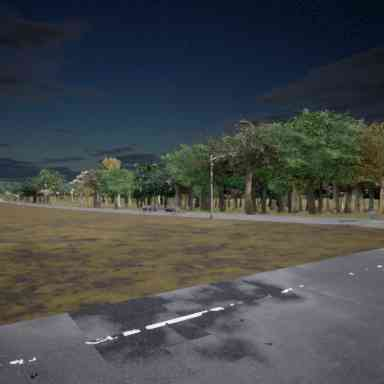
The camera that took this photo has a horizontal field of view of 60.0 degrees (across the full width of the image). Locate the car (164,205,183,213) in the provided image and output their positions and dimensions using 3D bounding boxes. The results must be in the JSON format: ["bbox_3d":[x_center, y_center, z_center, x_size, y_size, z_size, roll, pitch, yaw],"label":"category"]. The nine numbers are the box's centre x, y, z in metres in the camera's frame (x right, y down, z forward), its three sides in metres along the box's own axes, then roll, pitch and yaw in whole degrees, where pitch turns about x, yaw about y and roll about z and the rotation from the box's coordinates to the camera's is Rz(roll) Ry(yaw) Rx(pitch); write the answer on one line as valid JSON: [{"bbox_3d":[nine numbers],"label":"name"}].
[{"bbox_3d":[-3.494,3.250,63.143,2.128,1.511,4.902,1,-2,-33],"label":"car"}]

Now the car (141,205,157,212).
[{"bbox_3d":[-9.263,3.559,71.755,1.837,1.490,4.892,1,-2,-33],"label":"car"}]

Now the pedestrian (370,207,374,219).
[{"bbox_3d":[19.252,2.203,35.553,0.375,1.300,0.375,-2,1,-33],"label":"pedestrian"}]
